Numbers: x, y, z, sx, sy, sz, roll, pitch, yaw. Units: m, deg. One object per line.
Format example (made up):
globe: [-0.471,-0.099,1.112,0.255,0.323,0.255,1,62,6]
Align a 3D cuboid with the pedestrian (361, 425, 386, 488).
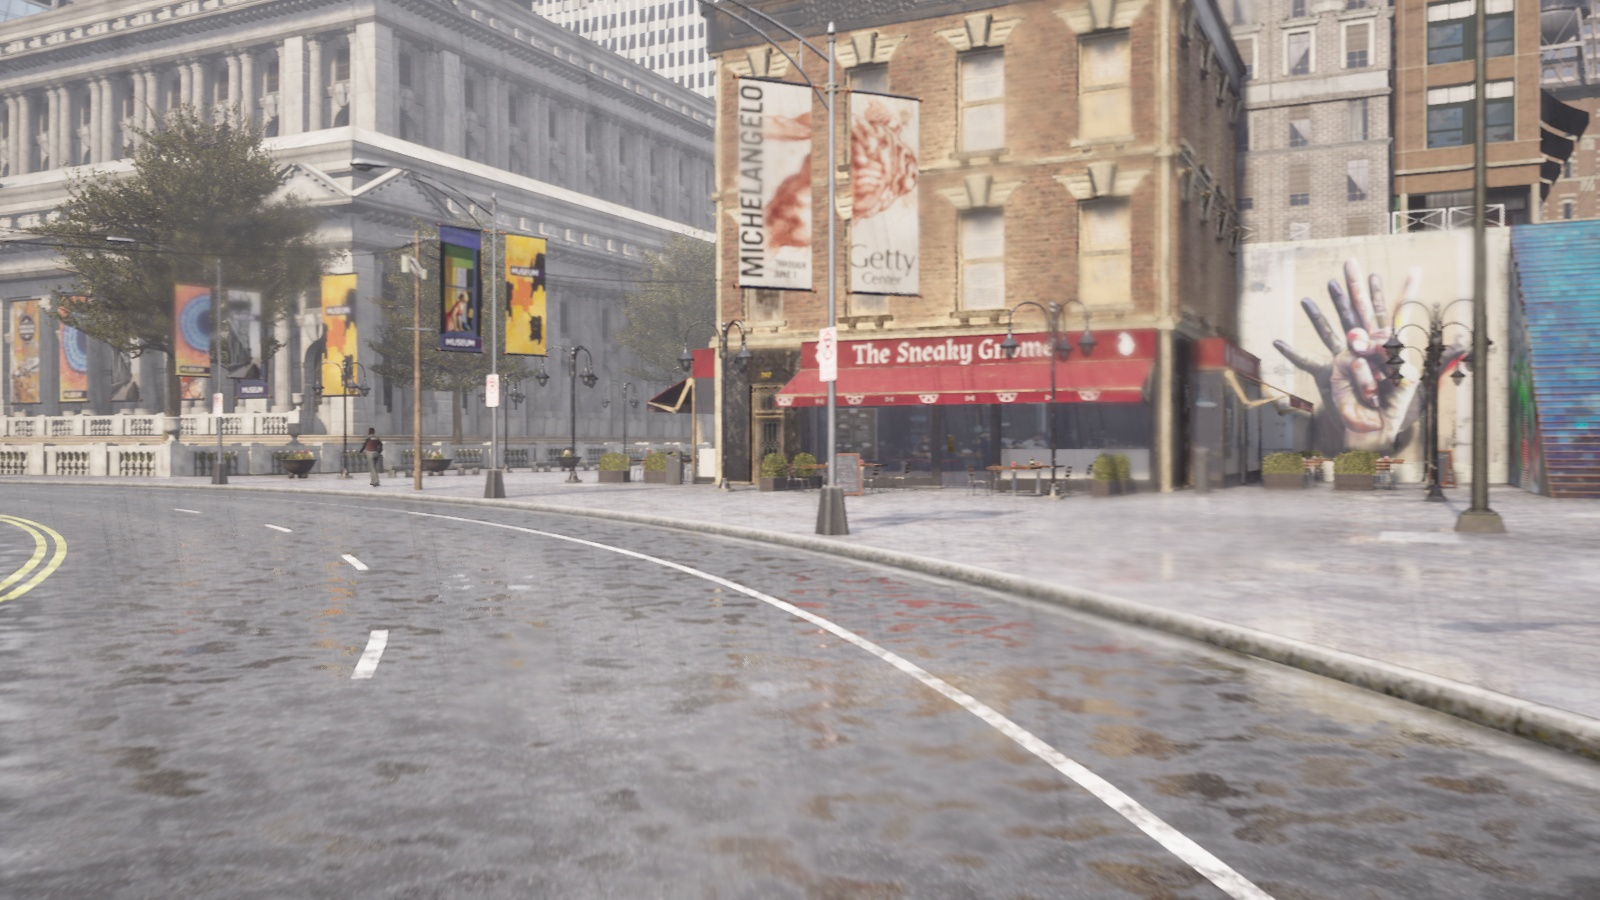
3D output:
pedestrian: [-13.137,0.186,38.676,0.666,1.930,0.402,0,0,33]
